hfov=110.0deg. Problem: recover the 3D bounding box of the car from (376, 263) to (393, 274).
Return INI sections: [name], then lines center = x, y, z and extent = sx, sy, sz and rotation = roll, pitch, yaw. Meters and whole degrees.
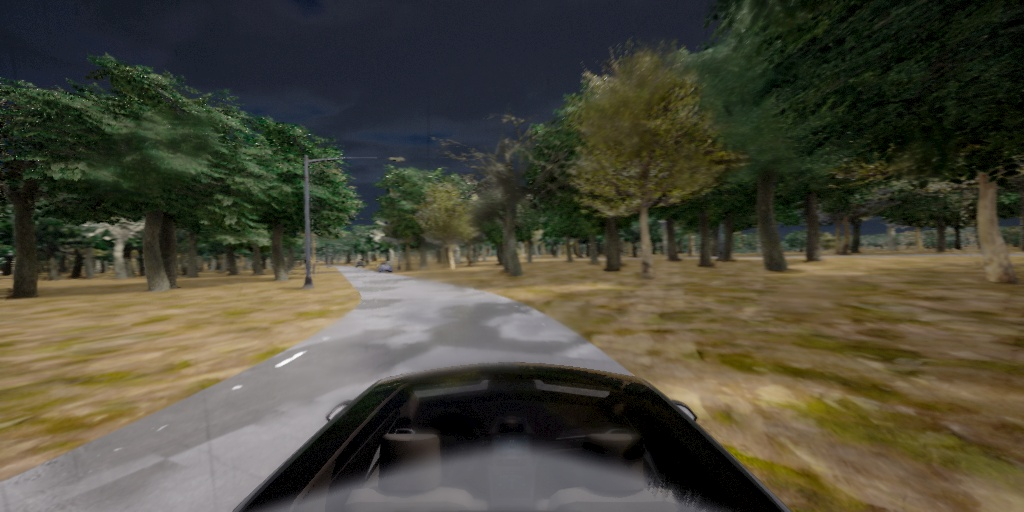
[car]
center = -18.249, 1.721, 51.283
extent = 1.994, 1.385, 4.181
rotation = -1, 0, -26
